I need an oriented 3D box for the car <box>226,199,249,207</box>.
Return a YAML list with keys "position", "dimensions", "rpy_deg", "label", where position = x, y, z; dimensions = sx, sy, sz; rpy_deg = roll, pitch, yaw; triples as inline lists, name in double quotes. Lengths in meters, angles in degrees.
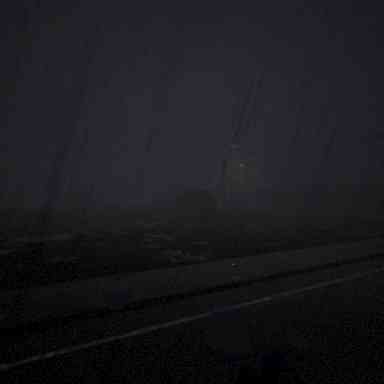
- position: [7.540, 1.959, 55.356]
  dimensions: [1.812, 1.442, 4.674]
  rpy_deg: [1, 0, -33]
  label: "car"
